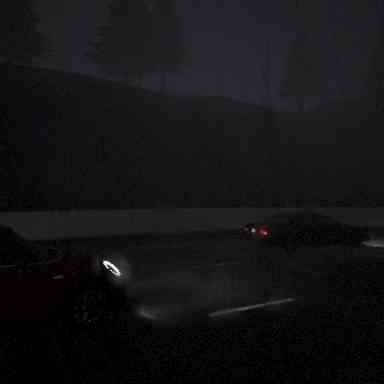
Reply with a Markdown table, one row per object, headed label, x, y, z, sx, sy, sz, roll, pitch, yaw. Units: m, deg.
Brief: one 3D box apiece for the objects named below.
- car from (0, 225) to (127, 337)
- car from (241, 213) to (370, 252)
| label | x | y | z | sx | sy | sz | roll | pitch | yaw |
| --- | --- | --- | --- | --- | --- | --- | --- | --- | --- |
| car | -3.367 | 1.305 | 5.325 | 4.553 | 1.767 | 2.097 | 1 | 0 | -35 |
| car | 4.734 | 1.570 | 13.780 | 5.357 | 1.411 | 2.033 | 1 | 0 | -21 |
